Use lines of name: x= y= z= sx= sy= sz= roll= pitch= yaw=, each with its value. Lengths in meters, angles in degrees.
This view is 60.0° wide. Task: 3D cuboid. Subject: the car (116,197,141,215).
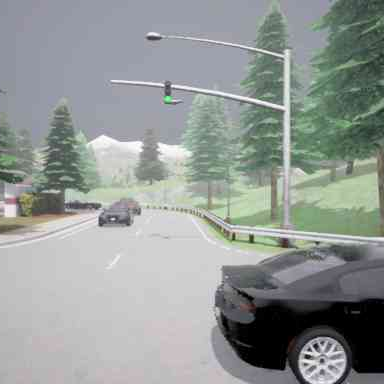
car: x=-6.387 y=1.304 z=32.559 sx=2.097 sy=1.767 sz=4.553 roll=0 pitch=0 yaw=-22

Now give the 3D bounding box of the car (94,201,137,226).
car: x=-5.113 y=1.529 z=22.816 sx=1.994 sy=1.385 sz=4.181 roll=0 pitch=0 yaw=-5

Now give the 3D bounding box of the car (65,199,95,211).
car: x=-13.303 y=1.546 z=39.993 sx=4.718 sy=1.301 sz=1.895 roll=0 pitch=0 yaw=12

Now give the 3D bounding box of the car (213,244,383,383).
car: x=2.829 y=1.525 z=4.735 sx=5.008 sy=1.535 sz=1.882 roll=1 pitch=0 yaw=-4
